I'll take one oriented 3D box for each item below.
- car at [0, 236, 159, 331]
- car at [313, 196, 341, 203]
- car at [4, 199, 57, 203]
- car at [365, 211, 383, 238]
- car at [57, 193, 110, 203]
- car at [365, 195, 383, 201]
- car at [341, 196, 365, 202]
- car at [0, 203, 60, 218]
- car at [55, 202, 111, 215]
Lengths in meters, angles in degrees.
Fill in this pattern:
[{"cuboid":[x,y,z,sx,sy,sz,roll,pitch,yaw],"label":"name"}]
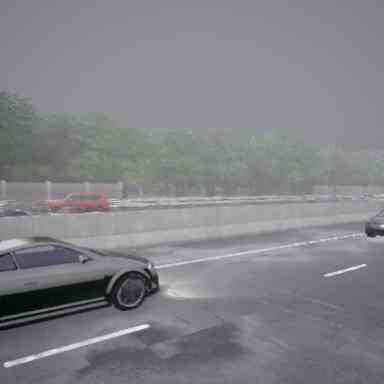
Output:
[{"cuboid":[-2.714,1.538,6.226,4.181,1.385,1.994,-1,0,-37],"label":"car"},{"cuboid":[20.337,1.252,49.463,5.357,1.411,2.033,0,0,-36],"label":"car"},{"cuboid":[-11.571,1.274,21.553,4.553,1.767,2.097,-1,1,-36],"label":"car"},{"cuboid":[9.937,1.430,15.589,4.181,1.385,1.994,0,0,-37],"label":"car"},{"cuboid":[-9.506,1.102,27.414,5.566,2.045,2.150,0,0,-36],"label":"car"},{"cuboid":[25.803,1.220,44.799,4.892,1.490,1.837,-1,0,-36],"label":"car"},{"cuboid":[23.773,1.272,47.646,4.181,1.385,1.994,0,0,-36],"label":"car"},{"cuboid":[-8.862,1.444,14.856,4.902,1.511,2.128,0,0,-36],"label":"car"},{"cuboid":[-7.565,1.513,20.162,4.718,1.301,1.895,-1,0,-36],"label":"car"}]
